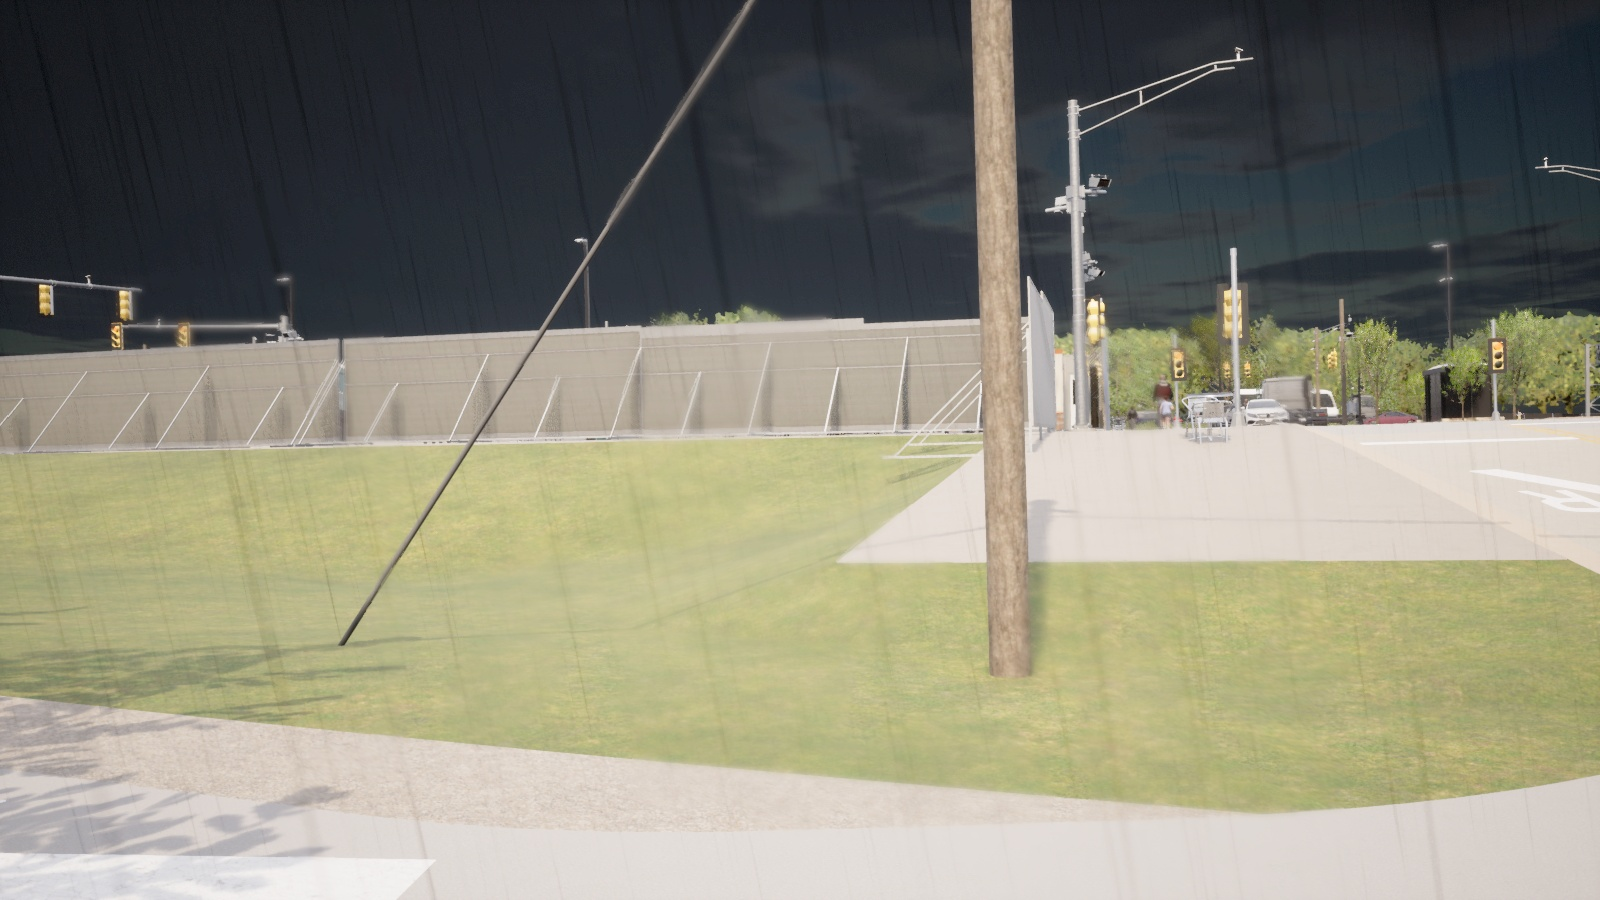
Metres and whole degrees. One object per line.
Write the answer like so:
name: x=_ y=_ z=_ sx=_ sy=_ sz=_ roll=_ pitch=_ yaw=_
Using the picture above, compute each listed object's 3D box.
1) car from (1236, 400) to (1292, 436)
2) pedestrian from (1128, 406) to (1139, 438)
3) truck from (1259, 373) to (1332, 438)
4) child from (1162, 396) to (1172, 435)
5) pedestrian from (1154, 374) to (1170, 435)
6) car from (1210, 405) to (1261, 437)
car: x=20.680 y=-1.397 z=56.102 sx=1.812 sy=1.442 sz=4.674 roll=-1 pitch=0 yaw=14
pedestrian: x=19.815 y=-1.657 z=74.547 sx=0.563 sy=1.883 sz=0.849 roll=-1 pitch=0 yaw=12
truck: x=29.002 y=-2.507 z=73.824 sx=2.891 sy=3.462 sz=7.936 roll=-1 pitch=0 yaw=14
child: x=10.577 y=-0.991 z=36.231 sx=0.255 sy=1.110 sz=0.394 roll=-1 pitch=0 yaw=16
pedestrian: x=11.191 y=-1.386 z=38.809 sx=0.376 sy=1.854 sz=0.720 roll=-1 pitch=0 yaw=13
car: x=24.157 y=-1.585 z=69.836 sx=2.242 sy=1.667 sz=4.611 roll=-1 pitch=0 yaw=14
